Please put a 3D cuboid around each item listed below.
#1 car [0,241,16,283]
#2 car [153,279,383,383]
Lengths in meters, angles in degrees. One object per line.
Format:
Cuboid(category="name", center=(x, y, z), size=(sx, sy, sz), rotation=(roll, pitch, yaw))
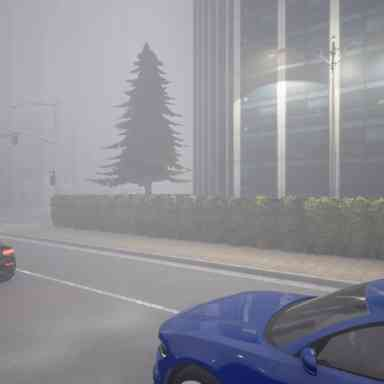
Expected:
Cuboid(category="car", center=(-6.228, 1.526, 8.390), size=(4.674, 1.442, 1.812), rotation=(0, 0, 36))
Cuboid(category="car", center=(1.900, 1.478, 2.639), size=(5.008, 1.535, 1.882), rotation=(0, 0, 36))
